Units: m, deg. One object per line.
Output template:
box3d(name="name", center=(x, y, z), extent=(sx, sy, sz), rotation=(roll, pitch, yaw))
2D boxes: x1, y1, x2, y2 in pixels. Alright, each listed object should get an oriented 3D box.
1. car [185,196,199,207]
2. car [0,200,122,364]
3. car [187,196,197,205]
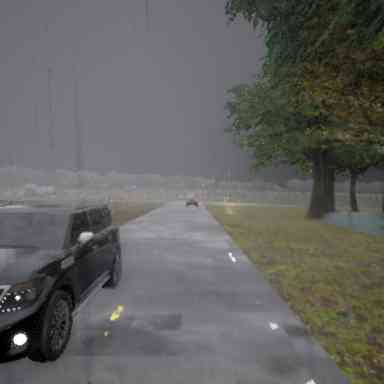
box3d(name="car", center=(-0.002, 1.502, 49.901), extent=(1.837, 1.490, 4.892), rotation=(0, 0, 0))
box3d(name="car", center=(-2.826, 1.210, 6.261), extent=(2.150, 2.045, 5.566), rotation=(0, 0, 0))
box3d(name="car", center=(-0.002, 1.513, 60.316), extent=(1.882, 1.535, 5.008), rotation=(0, 0, 0))
